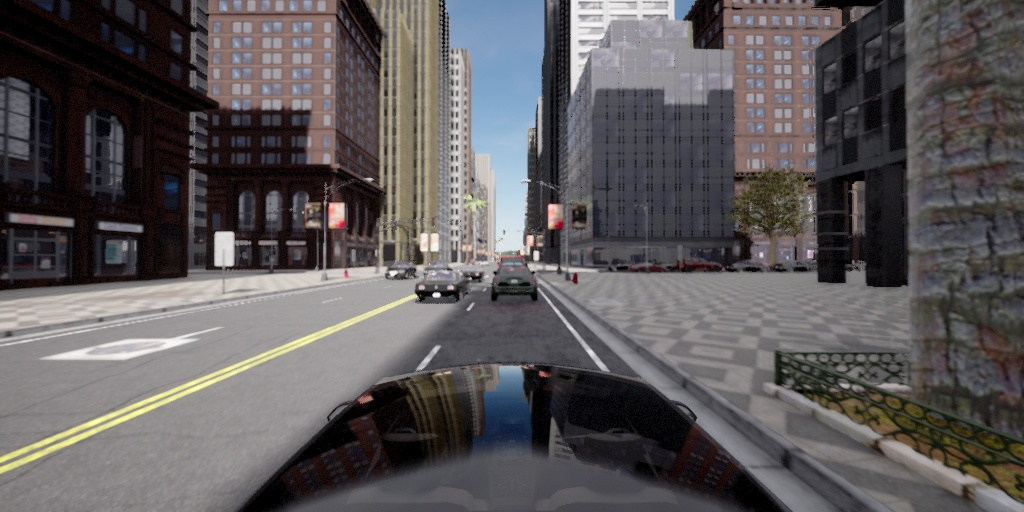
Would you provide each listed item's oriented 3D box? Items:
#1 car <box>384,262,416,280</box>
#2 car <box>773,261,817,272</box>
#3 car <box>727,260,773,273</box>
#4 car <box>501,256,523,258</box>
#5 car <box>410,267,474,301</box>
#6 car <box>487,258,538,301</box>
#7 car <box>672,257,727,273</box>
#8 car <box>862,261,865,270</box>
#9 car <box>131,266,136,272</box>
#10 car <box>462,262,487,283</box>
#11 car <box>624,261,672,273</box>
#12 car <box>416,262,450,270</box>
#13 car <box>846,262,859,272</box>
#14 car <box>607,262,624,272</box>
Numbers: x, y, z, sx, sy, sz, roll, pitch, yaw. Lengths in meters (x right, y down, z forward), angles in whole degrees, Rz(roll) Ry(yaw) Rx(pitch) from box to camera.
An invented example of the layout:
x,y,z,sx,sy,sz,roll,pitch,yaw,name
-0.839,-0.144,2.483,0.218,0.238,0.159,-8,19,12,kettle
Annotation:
x,y,z,sx,sy,sz,roll,pitch,yaw,name
-9.769,1.302,31.939,2.128,1.511,4.902,0,0,0,car
32.235,1.270,40.864,4.313,1.339,1.948,0,0,-1,car
26.598,1.286,40.777,4.313,1.339,1.948,0,0,-1,car
0.003,1.009,27.139,2.150,2.045,5.566,0,0,0,car
-3.146,1.358,17.196,1.895,1.301,4.718,0,0,0,car
0.099,1.110,17.618,2.097,1.767,4.553,0,0,0,car
20.960,1.051,40.691,5.009,1.841,2.192,0,0,-1,car
43.511,1.223,41.037,4.507,1.381,1.888,0,0,-1,car
-47.402,1.548,42.715,4.902,1.511,2.128,0,-1,1,car
-3.148,1.394,28.441,1.895,1.301,4.718,0,0,0,car
15.322,1.338,40.604,4.207,1.307,1.802,0,0,-1,car
-6.521,1.301,31.696,2.128,1.511,4.902,0,0,0,car
38.748,1.246,43.631,4.674,1.442,1.812,0,-1,-1,car
15.193,1.427,49.128,4.313,1.339,1.948,0,0,-1,car
